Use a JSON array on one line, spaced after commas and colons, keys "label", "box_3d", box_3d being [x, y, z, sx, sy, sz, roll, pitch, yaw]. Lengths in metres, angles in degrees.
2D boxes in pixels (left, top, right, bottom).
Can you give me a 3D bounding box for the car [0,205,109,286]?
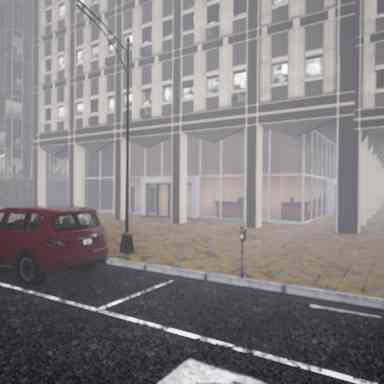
[{"label": "car", "box_3d": [-4.595, 1.305, 9.462, 5.009, 1.841, 2.192, 0, 1, 32]}]
